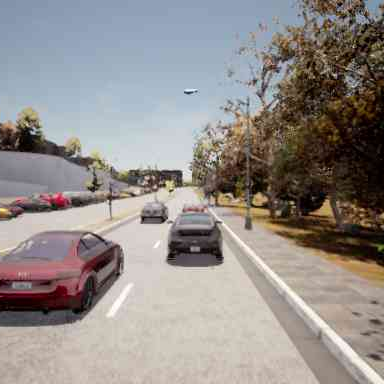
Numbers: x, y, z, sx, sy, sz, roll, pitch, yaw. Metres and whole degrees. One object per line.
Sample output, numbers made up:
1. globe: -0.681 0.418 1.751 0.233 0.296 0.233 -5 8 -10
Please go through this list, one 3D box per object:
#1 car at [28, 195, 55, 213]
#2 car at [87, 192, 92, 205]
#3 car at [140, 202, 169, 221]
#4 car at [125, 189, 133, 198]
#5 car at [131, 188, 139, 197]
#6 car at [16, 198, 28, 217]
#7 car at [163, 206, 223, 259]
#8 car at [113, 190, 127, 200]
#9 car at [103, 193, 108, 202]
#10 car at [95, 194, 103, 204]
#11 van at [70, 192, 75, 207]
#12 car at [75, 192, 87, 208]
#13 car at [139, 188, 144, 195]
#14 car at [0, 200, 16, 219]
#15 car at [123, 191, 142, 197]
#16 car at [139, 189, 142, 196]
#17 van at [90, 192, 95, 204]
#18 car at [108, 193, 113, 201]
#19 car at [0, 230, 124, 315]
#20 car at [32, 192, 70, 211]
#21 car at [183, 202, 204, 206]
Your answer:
1. car: -16.849 1.413 33.983 4.674 1.452 2.002 -1 1 -20
2. car: -16.835 1.218 45.918 4.892 1.521 2.231 -1 1 -20
3. car: -2.890 1.499 26.334 2.033 1.411 5.357 0 0 0
4. car: -16.984 0.806 75.810 5.366 1.575 1.946 -1 1 -20
5. car: -16.784 0.460 81.898 5.566 2.045 2.435 -1 1 -20
6. car: -16.831 1.464 28.026 4.792 1.488 2.163 -1 0 -20
7. car: 0.103 1.514 12.653 1.837 1.490 4.892 0 0 0
8. car: -16.793 0.919 69.888 4.792 1.488 2.163 -1 1 -20
9. car: -16.828 1.135 54.865 4.674 1.452 2.002 -1 1 -20
10. car: -16.808 1.010 51.890 4.553 1.767 2.185 -1 1 -20
11. van: -16.742 1.071 39.994 4.442 1.987 1.878 -1 1 -20
12. car: -16.823 1.006 42.946 5.566 2.045 2.435 -1 1 -20
13. car: -16.826 0.277 90.877 5.566 2.045 2.435 -1 2 -20
14. car: -16.690 1.452 25.098 5.366 1.575 1.946 -1 0 -20
15. car: -16.820 0.487 93.881 4.792 1.488 2.163 -1 2 -20
16. car: -16.629 0.586 87.955 5.366 1.575 1.946 -1 1 -20
17. van: -16.950 0.953 48.854 4.442 1.987 1.878 -1 1 -20
18. car: -16.804 1.083 57.883 4.792 1.488 2.163 -1 1 -20
19. car: -2.901 1.572 7.695 1.994 1.385 4.181 0 0 0
20. car: -16.880 1.087 36.951 5.566 2.045 2.435 -1 1 -20
21. car: 0.111 1.524 29.780 1.895 1.301 4.718 0 1 0
